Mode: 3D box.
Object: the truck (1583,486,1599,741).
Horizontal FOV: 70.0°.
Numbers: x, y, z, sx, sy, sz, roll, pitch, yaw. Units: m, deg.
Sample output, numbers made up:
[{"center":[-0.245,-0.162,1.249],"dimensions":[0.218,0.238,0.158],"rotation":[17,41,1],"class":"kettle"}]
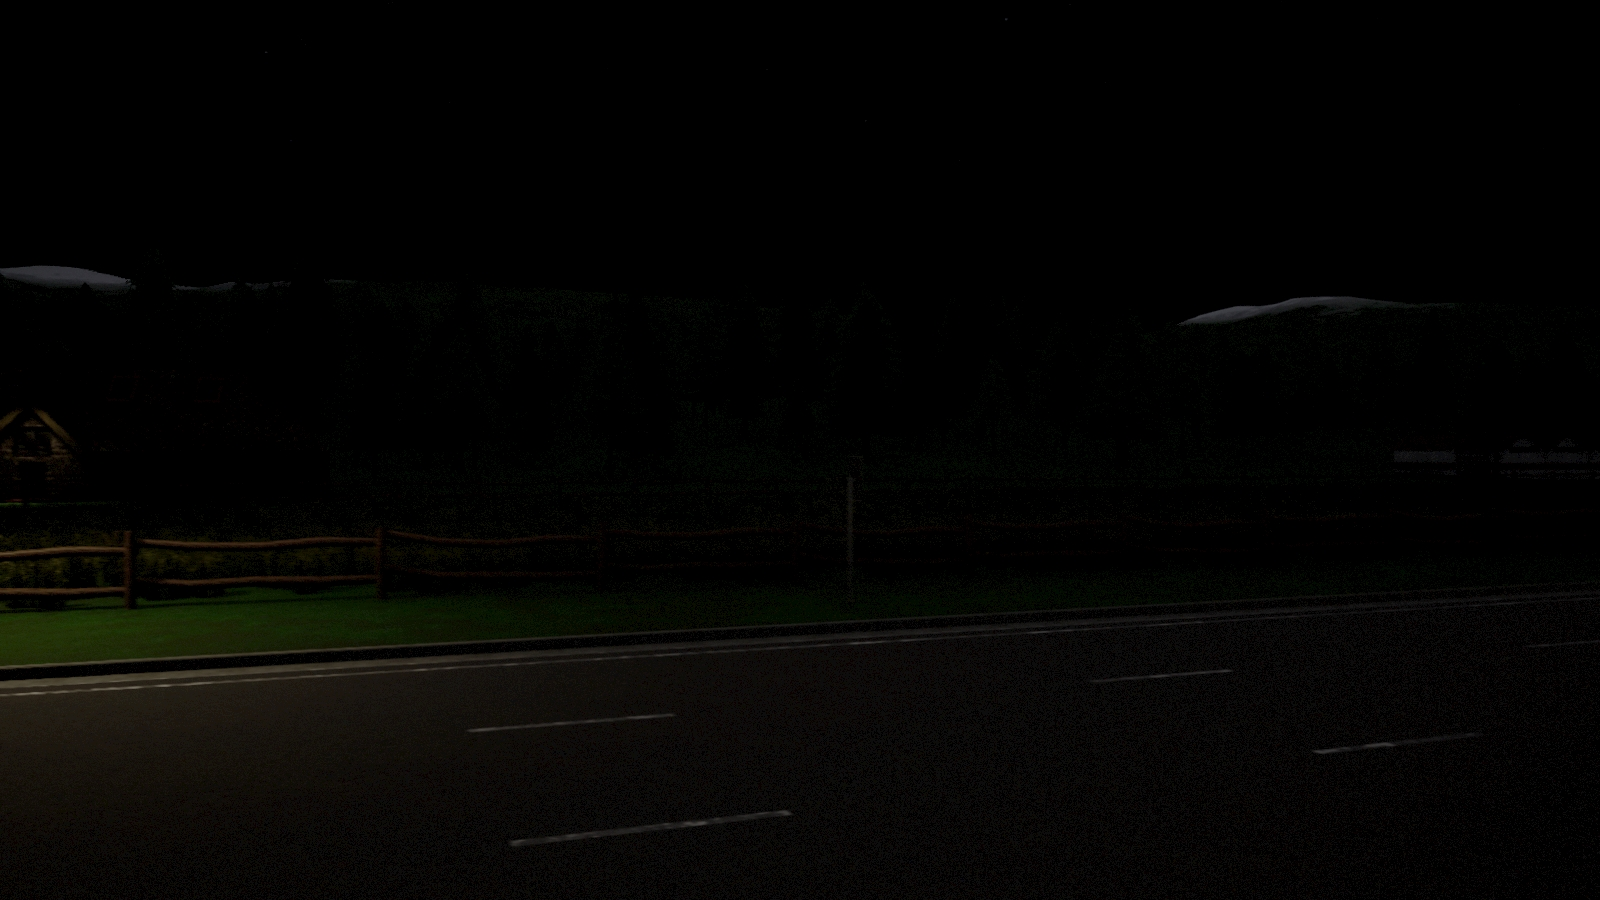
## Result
[{"center":[10.588,1.591,10.877],"dimensions":[5.204,2.467,2.627],"rotation":[0,0,-20],"class":"truck"}]
